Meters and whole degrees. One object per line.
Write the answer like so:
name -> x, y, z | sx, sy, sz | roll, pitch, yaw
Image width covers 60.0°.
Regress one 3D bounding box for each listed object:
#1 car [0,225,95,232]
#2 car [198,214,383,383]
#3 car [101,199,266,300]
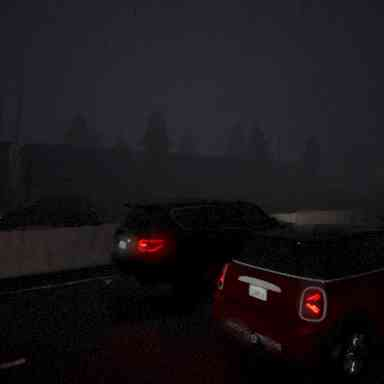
car -> -5.124, 1.585, 13.236 | 4.718, 1.301, 1.895 | 0, 0, -36
car -> 2.593, 1.327, 5.597 | 4.553, 1.767, 2.097 | 0, 0, -35
car -> 0.722, 1.196, 8.561 | 5.566, 2.045, 2.150 | 0, 0, -36
